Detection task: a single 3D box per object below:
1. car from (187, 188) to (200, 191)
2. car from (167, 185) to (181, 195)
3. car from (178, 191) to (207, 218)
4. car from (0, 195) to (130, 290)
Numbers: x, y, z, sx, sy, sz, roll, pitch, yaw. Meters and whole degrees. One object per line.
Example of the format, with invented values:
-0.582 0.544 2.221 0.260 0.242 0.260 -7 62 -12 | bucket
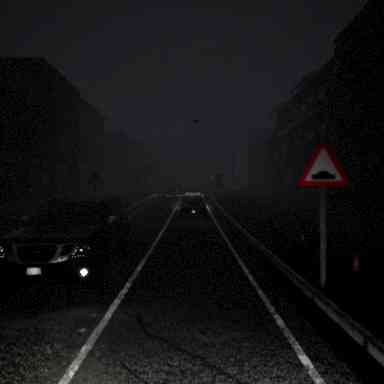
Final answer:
0.116 0.154 42.843 1.895 1.301 4.718 0 3 1 | car
-2.833 -0.379 52.870 1.837 1.490 4.892 0 2 3 | car
0.092 0.997 24.376 2.128 1.511 4.902 0 2 0 | car
-3.140 1.146 9.268 2.150 2.045 5.566 0 1 -1 | car
